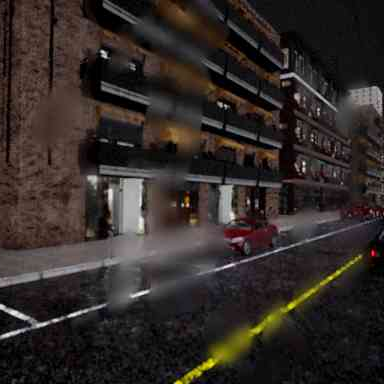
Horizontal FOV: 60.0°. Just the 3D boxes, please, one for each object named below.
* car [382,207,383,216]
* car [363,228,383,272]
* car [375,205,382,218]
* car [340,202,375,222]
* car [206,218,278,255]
[{"bbox_3d":[22.615,2.259,41.196,1.887,1.381,4.507,1,-1,37],"label":"car"},{"bbox_3d":[6.972,1.803,10.760,1.895,1.301,4.718,0,-1,37],"label":"car"},{"bbox_3d":[19.228,2.066,36.691,1.967,1.590,4.097,1,-1,37],"label":"car"},{"bbox_3d":[15.844,1.852,32.188,2.192,1.841,5.009,1,-1,37],"label":"car"},{"bbox_3d":[2.292,1.763,14.169,1.802,1.307,4.206,1,-1,37],"label":"car"}]
